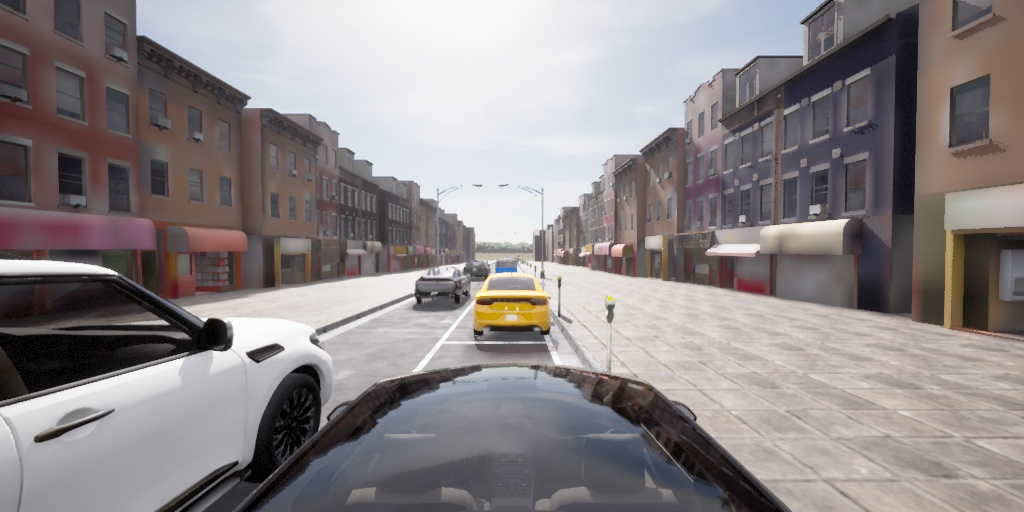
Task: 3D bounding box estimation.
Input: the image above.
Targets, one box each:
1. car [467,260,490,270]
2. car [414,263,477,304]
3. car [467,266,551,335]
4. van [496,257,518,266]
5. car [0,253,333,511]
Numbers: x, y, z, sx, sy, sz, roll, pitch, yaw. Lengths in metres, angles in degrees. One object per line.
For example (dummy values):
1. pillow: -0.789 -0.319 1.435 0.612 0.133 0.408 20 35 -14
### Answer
1. car: -3.020 1.106 31.266 2.097 1.767 4.553 0 0 0
2. car: -3.020 1.240 16.292 2.128 1.511 4.902 0 0 0
3. car: -0.006 1.224 10.502 1.882 1.535 5.008 0 0 0
4. van: -0.384 1.081 27.392 1.690 1.789 3.998 0 0 0
5. car: -3.020 0.966 1.528 2.150 2.045 5.566 0 0 0
